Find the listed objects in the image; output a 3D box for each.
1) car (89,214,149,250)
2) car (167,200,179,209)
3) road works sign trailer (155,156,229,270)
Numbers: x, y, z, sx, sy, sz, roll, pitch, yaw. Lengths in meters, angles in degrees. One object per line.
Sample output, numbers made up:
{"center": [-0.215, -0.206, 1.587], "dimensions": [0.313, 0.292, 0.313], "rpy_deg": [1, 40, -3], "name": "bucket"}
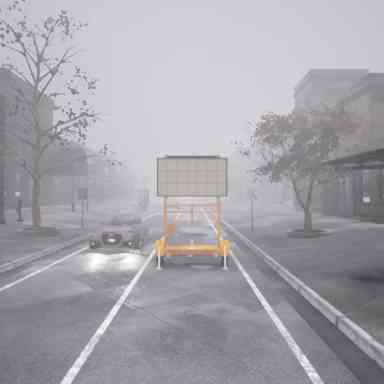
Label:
{"center": [-3.094, 1.696, 14.792], "dimensions": [1.994, 1.385, 4.181], "rpy_deg": [0, -1, 0], "name": "car"}
{"center": [-3.073, 2.066, 54.884], "dimensions": [2.033, 1.411, 5.357], "rpy_deg": [0, 0, 0], "name": "car"}
{"center": [0.005, 0.561, 11.408], "dimensions": [2.380, 3.560, 2.880], "rpy_deg": [0, -1, 0], "name": "road works sign trailer"}
